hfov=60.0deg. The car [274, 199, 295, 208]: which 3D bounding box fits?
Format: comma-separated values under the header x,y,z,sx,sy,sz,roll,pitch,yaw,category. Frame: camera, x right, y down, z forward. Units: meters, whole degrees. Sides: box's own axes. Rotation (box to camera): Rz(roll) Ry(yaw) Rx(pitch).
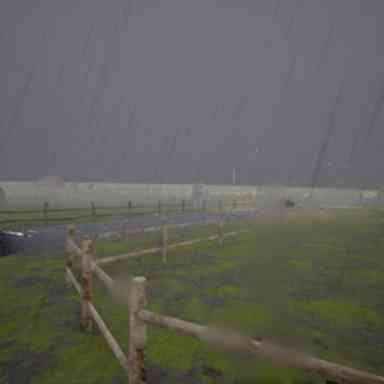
x,y,z,sx,sy,sz,roll,pitch,yaw,category
14.028,1.711,50.210,1.994,1.385,4.181,2,1,35,car
